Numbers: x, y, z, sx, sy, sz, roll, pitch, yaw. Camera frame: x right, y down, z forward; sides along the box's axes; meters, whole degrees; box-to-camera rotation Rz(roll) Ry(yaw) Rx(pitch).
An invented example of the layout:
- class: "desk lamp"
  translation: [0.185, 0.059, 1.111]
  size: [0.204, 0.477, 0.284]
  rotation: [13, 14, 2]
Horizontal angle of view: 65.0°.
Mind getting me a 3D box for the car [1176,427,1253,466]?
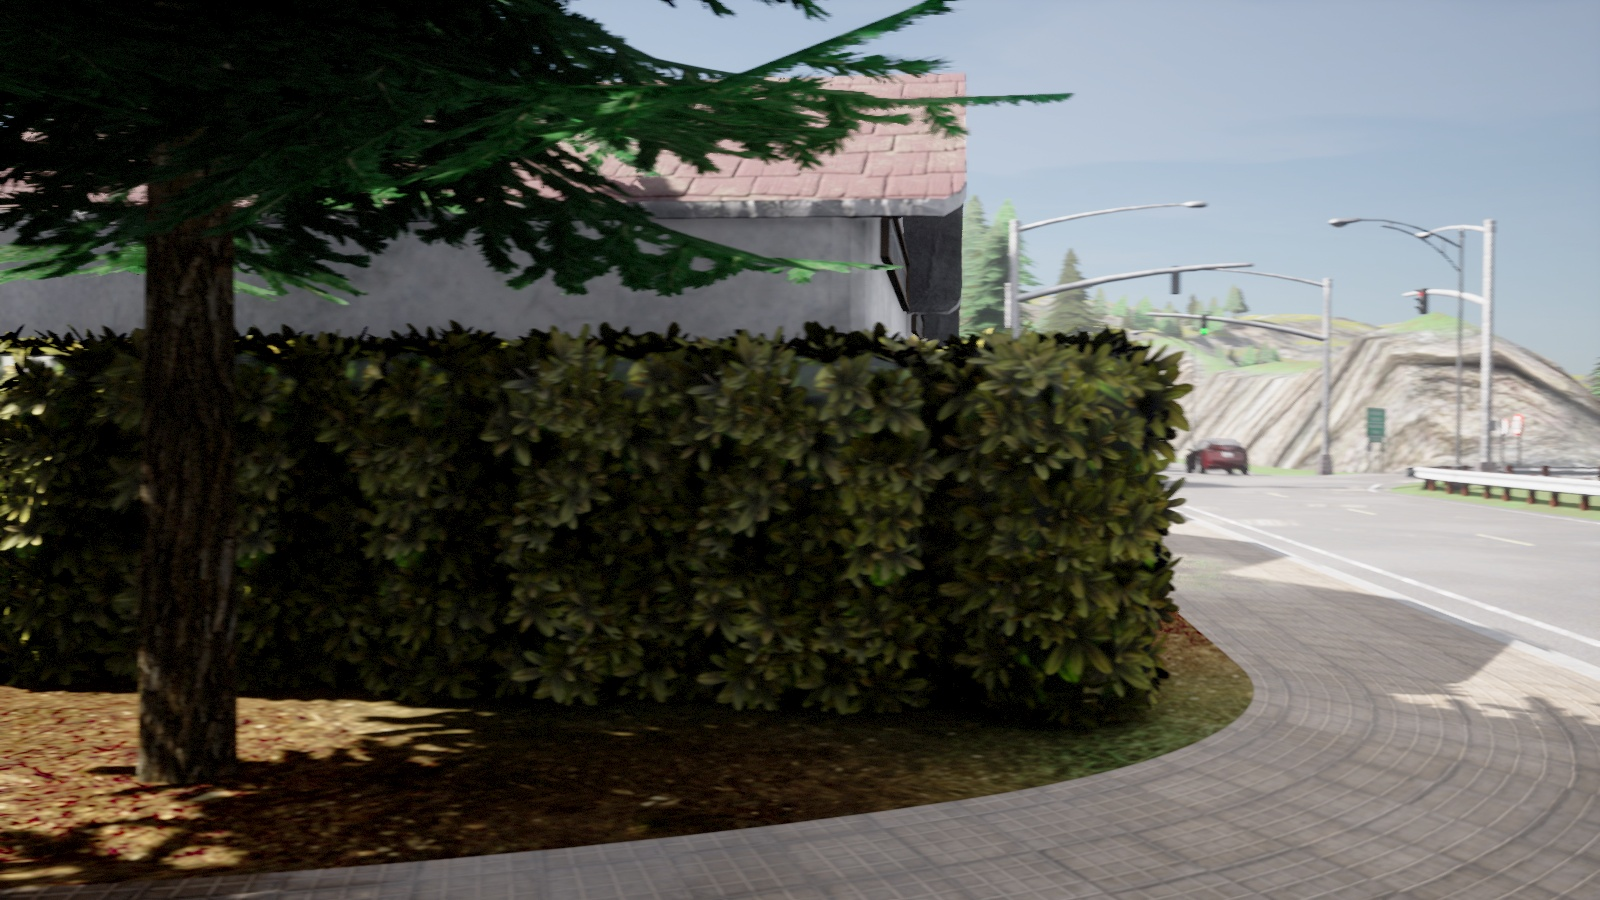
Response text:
- class: "car"
  translation: [17.091, -0.118, 51.984]
  size: [2.163, 1.488, 4.792]
  rotation: [-1, 0, 8]
